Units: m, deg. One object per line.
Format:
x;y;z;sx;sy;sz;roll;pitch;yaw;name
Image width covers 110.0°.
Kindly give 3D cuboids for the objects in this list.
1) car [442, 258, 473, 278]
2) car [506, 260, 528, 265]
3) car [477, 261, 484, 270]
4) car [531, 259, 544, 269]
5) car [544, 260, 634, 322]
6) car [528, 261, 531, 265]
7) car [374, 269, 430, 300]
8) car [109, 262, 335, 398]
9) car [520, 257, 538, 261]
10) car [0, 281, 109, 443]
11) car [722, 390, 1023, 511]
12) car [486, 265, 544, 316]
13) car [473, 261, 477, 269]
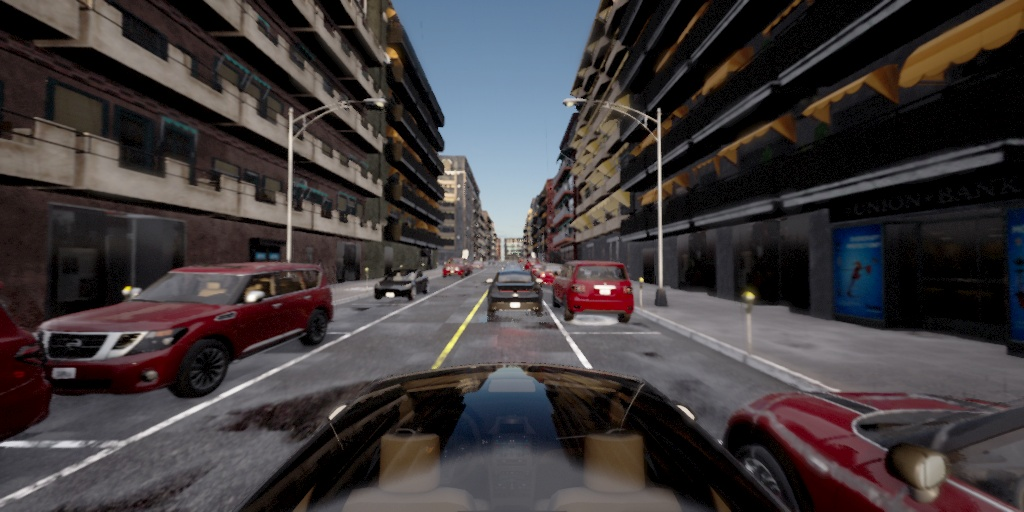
-5.326;1.098;34.408;2.192;1.841;5.009;0;0;0;car
0.091;1.326;31.749;2.033;1.411;5.357;0;0;0;car
-5.334;1.426;56.532;1.802;1.307;4.207;0;0;0;car
2.526;1.205;23.293;1.967;1.591;4.097;0;0;0;car
2.530;1.068;12.231;2.192;1.841;5.009;0;0;0;car
2.522;1.365;34.356;1.802;1.307;4.207;0;0;0;car
-5.320;1.324;17.819;1.948;1.339;4.313;0;0;0;car
-5.316;1.066;6.757;2.192;1.841;5.009;0;0;0;car
2.518;1.125;45.418;2.192;1.841;5.009;0;0;0;car
-5.314;1.065;1.227;2.192;1.841;5.009;0;0;0;car
2.576;1.190;1.169;1.967;1.591;4.097;0;0;0;car
0.095;1.259;13.428;1.837;1.490;4.892;0;0;0;car
-5.328;1.341;39.939;1.888;1.381;4.507;0;0;0;car
